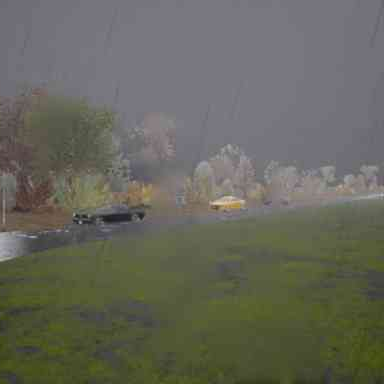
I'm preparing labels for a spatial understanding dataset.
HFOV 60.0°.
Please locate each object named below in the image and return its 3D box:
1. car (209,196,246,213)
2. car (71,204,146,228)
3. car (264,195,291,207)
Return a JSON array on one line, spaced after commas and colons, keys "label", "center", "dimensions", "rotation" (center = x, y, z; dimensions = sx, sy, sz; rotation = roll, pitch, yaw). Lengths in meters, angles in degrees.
[{"label": "car", "center": [3.588, 1.209, 33.372], "dimensions": [1.882, 1.535, 5.008], "rotation": [0, 1, 36]}, {"label": "car", "center": [-5.226, 1.459, 21.238], "dimensions": [1.895, 1.301, 4.718], "rotation": [0, 1, 36]}, {"label": "car", "center": [11.382, 1.160, 44.051], "dimensions": [2.033, 1.411, 5.357], "rotation": [0, 1, 36]}]
